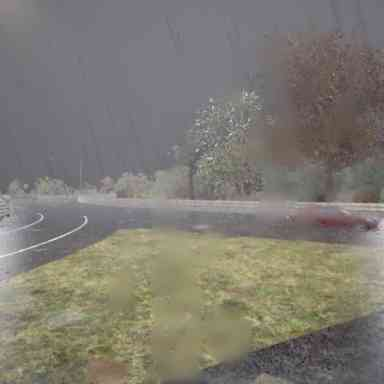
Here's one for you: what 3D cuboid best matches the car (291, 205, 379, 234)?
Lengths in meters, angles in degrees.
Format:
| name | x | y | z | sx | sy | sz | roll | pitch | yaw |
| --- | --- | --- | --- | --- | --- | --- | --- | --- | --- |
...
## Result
| name | x | y | z | sx | sy | sz | roll | pitch | yaw |
| --- | --- | --- | --- | --- | --- | --- | --- | --- | --- |
| car | 8.220 | 1.517 | 19.414 | 4.674 | 1.442 | 1.812 | 0 | 0 | 32 |
